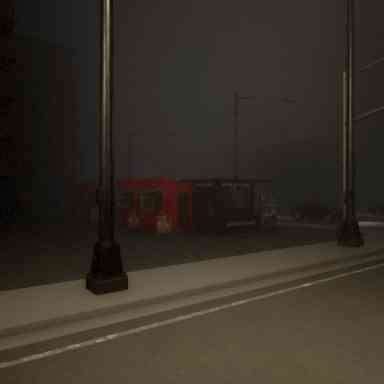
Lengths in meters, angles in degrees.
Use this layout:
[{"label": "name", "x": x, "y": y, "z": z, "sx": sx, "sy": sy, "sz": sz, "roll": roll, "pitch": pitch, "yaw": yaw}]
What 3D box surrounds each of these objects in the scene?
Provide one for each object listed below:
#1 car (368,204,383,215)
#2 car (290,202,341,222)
[{"label": "car", "x": 19.966, "y": 1.592, "z": 32.687, "sx": 2.128, "sy": 1.511, "sz": 4.902, "roll": 0, "pitch": -1, "yaw": -36}, {"label": "car", "x": 10.466, "y": 1.612, "z": 27.557, "sx": 1.837, "sy": 1.490, "sz": 4.892, "roll": 0, "pitch": -1, "yaw": -36}]
